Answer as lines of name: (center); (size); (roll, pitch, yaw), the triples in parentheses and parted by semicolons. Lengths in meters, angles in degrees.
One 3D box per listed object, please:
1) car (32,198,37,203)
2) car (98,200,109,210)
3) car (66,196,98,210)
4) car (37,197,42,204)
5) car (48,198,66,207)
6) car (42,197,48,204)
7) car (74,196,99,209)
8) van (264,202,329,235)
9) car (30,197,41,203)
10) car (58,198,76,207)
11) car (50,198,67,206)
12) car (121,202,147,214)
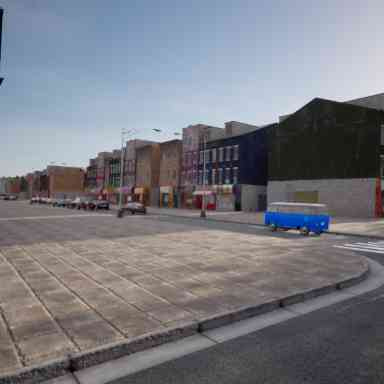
car: (-35.396, 1.838, 77.638); (1.967, 1.590, 4.097); (3, -2, -36)
car: (-13.012, 1.813, 46.598); (1.947, 1.339, 4.313); (3, -2, -36)
car: (-14.846, 1.489, 44.746); (2.097, 1.767, 4.553); (3, -2, -35)
car: (-32.202, 1.952, 73.201); (1.802, 1.307, 4.206); (3, -2, -36)
car: (-20.672, 1.710, 52.719); (2.033, 1.411, 5.357); (3, -2, -36)
car: (-29.101, 1.870, 68.906); (1.752, 1.417, 4.829); (3, -2, -36)
car: (-16.202, 1.577, 51.038); (2.192, 1.841, 5.009); (3, -2, -36)
van: (6.183, 1.555, 19.998); (1.690, 1.788, 3.998); (3, -2, -36)
car: (-38.598, 2.010, 82.067); (1.802, 1.307, 4.206); (3, -2, -36)
car: (-22.606, 1.843, 59.901); (1.887, 1.381, 4.507); (3, -2, -36)
car: (-25.804, 1.886, 64.334); (1.947, 1.339, 4.313); (3, -2, -36)
car: (-6.617, 1.808, 37.730); (1.802, 1.307, 4.206); (3, -2, -36)
